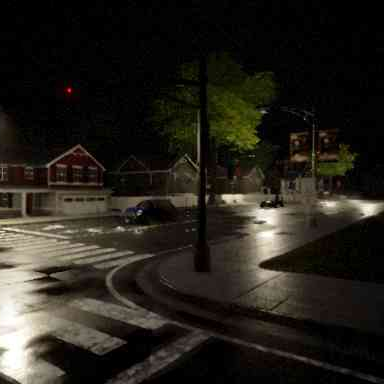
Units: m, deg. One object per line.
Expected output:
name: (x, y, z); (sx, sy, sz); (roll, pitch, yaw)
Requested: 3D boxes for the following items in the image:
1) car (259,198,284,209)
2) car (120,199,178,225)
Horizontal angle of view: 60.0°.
car: (10.265, 1.417, 42.679); (1.994, 1.385, 4.181); (1, 1, 36)
car: (-3.082, 1.362, 24.355); (2.097, 1.767, 4.553); (1, 1, 36)
